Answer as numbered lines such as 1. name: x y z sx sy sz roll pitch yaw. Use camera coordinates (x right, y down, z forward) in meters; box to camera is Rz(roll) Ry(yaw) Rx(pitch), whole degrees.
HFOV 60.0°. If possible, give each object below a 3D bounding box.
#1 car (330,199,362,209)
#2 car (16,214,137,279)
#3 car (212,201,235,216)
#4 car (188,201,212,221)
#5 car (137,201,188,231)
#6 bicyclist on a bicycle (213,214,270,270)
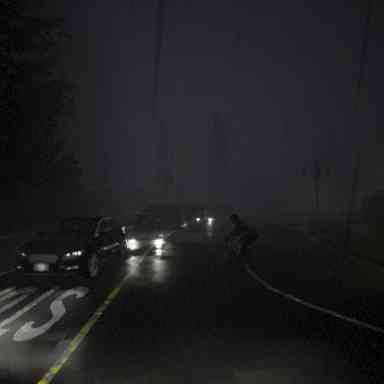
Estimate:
1. car: 20.892 1.599 44.875 4.718 1.301 1.895 0 0 -28
2. car: -3.380 1.493 10.204 2.128 1.511 4.902 0 0 3
3. car: 2.407 1.550 32.438 2.033 1.411 5.357 0 0 31
4. car: -0.344 1.533 27.248 2.128 1.511 4.902 0 0 22
5. car: -2.040 1.482 21.078 1.882 1.535 5.008 0 0 15
6. bicyclist on a bicycle: 1.396 1.454 9.531 1.656 1.620 0.582 -2 0 0
